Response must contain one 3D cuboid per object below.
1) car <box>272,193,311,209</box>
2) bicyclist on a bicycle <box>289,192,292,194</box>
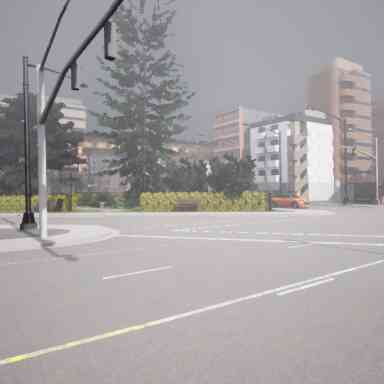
[{"bbox_3d":[11.237,0.959,37.968,2.097,1.767,4.553,-1,1,-35],"label":"car"},{"bbox_3d":[14.017,0.780,47.087,1.656,1.620,0.582,-1,1,-35],"label":"bicyclist on a bicycle"}]
